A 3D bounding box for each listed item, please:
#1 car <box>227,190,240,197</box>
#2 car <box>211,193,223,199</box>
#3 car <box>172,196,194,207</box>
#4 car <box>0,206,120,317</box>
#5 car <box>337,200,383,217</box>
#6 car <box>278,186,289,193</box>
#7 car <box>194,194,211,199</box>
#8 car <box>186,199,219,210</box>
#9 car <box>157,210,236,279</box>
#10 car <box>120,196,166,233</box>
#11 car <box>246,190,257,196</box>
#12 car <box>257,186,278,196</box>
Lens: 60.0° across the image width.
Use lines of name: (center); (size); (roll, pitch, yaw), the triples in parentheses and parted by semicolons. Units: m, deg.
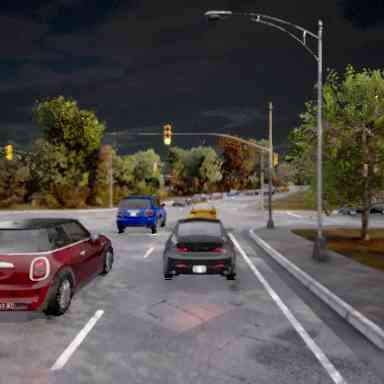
car: (9.691, 0.293, 77.662); (1.812, 1.442, 4.674); (0, 3, 28)
car: (4.986, 0.888, 68.604); (1.812, 1.442, 4.674); (0, 3, 23)
car: (-1.583, 1.569, 50.962); (1.994, 1.385, 4.181); (0, 1, 17)
car: (-3.321, 1.359, 7.670); (2.097, 1.767, 4.553); (0, 0, 1)
car: (16.232, 1.476, 31.204); (4.902, 1.511, 2.128); (-1, 0, 3)
car: (23.338, -0.687, 85.647); (1.882, 1.535, 5.008); (0, 3, 38)
car: (1.154, 1.145, 59.324); (2.097, 1.767, 4.553); (0, 2, 20)
car: (0.865, 1.510, 23.583); (1.882, 1.535, 5.008); (0, 0, 4)
car: (0.220, 1.516, 10.051); (1.837, 1.490, 4.892); (0, 0, 1)
car: (-2.889, 1.249, 19.930); (2.150, 2.045, 5.566); (0, 0, 3)
car: (14.277, 0.129, 78.507); (1.994, 1.385, 4.181); (0, 3, 33)
car: (17.602, 0.015, 77.241); (1.882, 1.535, 5.008); (0, 3, 33)
